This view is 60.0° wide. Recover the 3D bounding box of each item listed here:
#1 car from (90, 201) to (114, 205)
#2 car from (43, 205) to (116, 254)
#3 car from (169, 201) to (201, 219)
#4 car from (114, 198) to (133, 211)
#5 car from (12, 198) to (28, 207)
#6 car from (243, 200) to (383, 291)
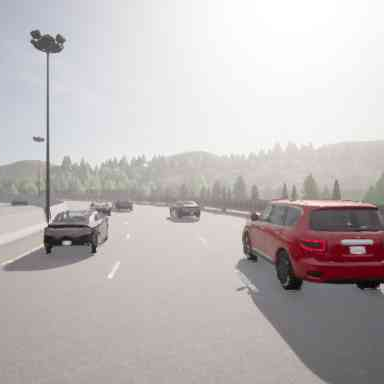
[{"bbox_3d":[-9.009,1.598,32.201,1.895,1.301,4.718,0,0,-19],"label":"car"},{"bbox_3d":[-4.568,1.491,13.636,2.128,1.511,4.902,0,0,-8],"label":"car"},{"bbox_3d":[-0.674,1.489,28.829,2.128,1.511,4.902,0,0,-16],"label":"car"},{"bbox_3d":[-8.523,1.488,40.480,2.128,1.511,4.902,0,0,-22],"label":"car"},{"bbox_3d":[-27.259,1.597,52.636,1.895,1.301,4.718,0,0,-34],"label":"car"},{"bbox_3d":[3.017,1.223,9.211,2.150,2.045,5.566,0,0,-5],"label":"car"}]
